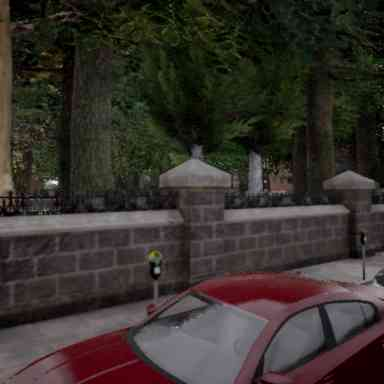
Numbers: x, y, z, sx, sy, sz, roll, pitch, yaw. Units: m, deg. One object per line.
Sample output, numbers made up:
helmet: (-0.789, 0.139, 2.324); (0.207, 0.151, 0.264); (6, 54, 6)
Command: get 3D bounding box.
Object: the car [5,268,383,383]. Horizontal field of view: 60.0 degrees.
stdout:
car: (0.557, 1.556, 3.214); (4.507, 1.381, 1.887); (0, -1, -35)
